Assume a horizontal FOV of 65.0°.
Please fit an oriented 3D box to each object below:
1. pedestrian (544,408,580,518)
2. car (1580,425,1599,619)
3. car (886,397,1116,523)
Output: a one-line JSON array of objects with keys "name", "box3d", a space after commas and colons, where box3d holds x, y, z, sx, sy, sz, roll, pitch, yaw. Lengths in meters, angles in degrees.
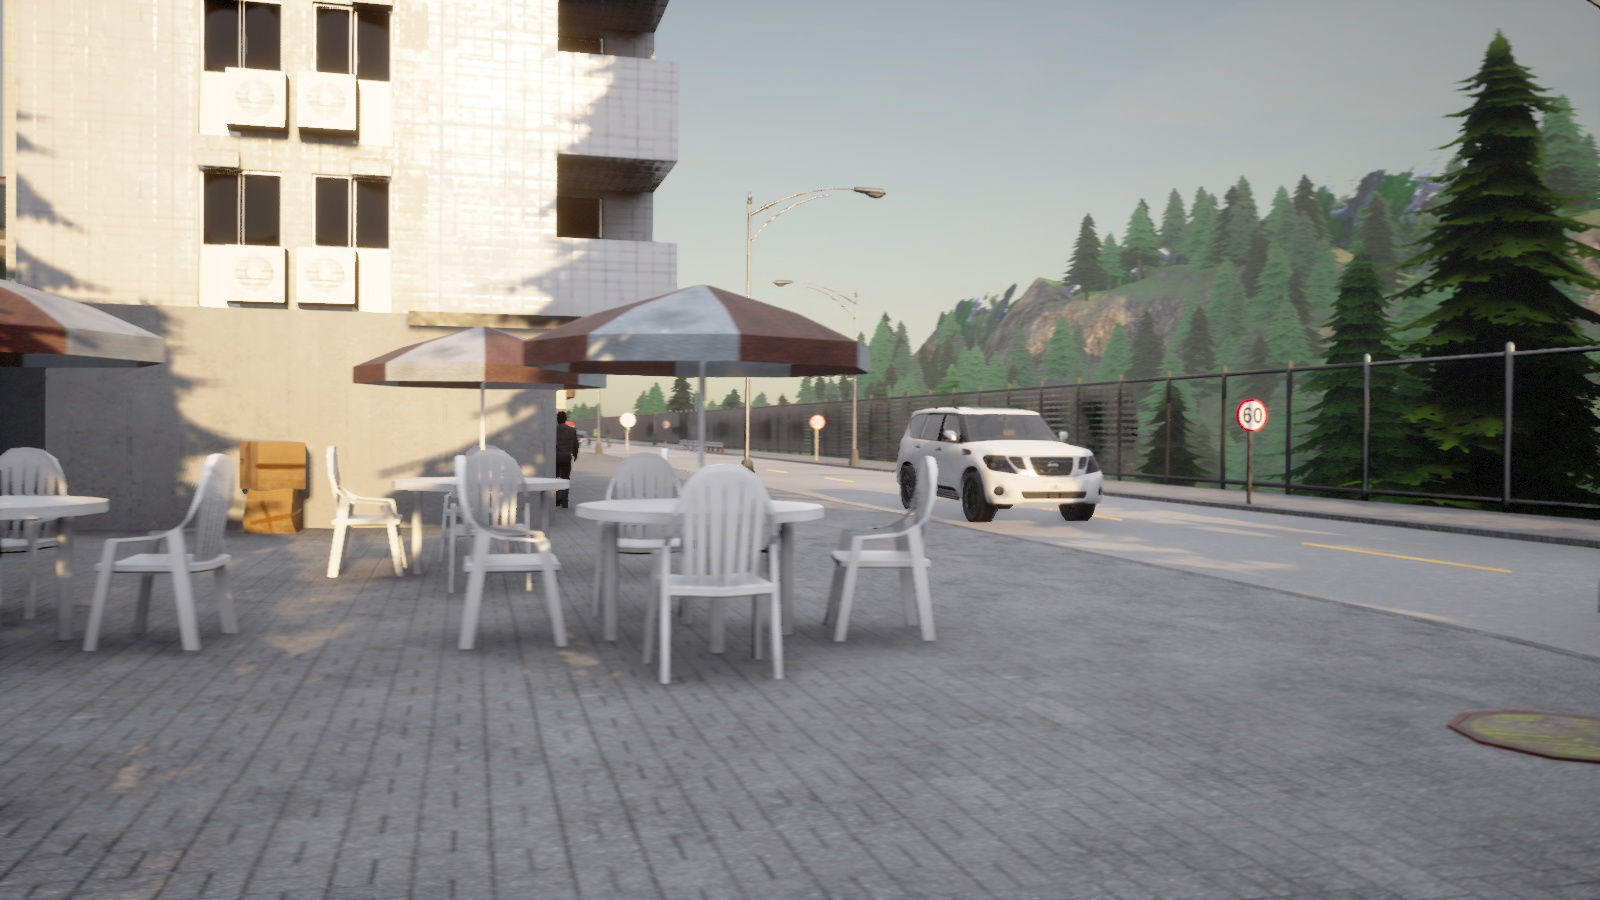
[{"name": "pedestrian", "box3d": [-4.319, 0.229, 22.767, 0.423, 1.949, 0.788, -1, 1, -25]}, {"name": "car", "box3d": [7.291, 0.562, 8.011, 1.970, 1.475, 3.806, -1, 1, -7]}, {"name": "car", "box3d": [3.526, 0.123, 23.425, 2.150, 2.045, 5.566, -1, 1, -15]}]
